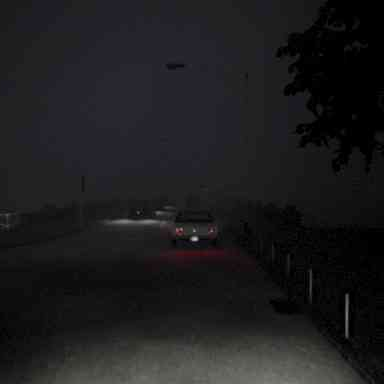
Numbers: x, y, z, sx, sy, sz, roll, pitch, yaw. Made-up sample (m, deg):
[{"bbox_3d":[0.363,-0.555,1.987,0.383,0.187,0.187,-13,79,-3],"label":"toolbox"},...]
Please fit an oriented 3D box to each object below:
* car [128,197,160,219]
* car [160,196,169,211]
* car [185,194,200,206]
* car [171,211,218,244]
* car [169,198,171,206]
[{"bbox_3d":[-4.093,1.343,27.783,1.837,1.490,4.892,0,0,0],"label":"car"},{"bbox_3d":[-4.068,1.329,37.481,2.033,1.411,5.357,0,0,0],"label":"car"},{"bbox_3d":[0.104,1.076,47.445,2.097,1.767,4.553,0,0,0],"label":"car"},{"bbox_3d":[0.095,1.512,15.158,1.895,1.301,4.718,0,0,0],"label":"car"},{"bbox_3d":[-3.995,1.269,47.822,2.033,1.411,5.357,0,0,0],"label":"car"}]
